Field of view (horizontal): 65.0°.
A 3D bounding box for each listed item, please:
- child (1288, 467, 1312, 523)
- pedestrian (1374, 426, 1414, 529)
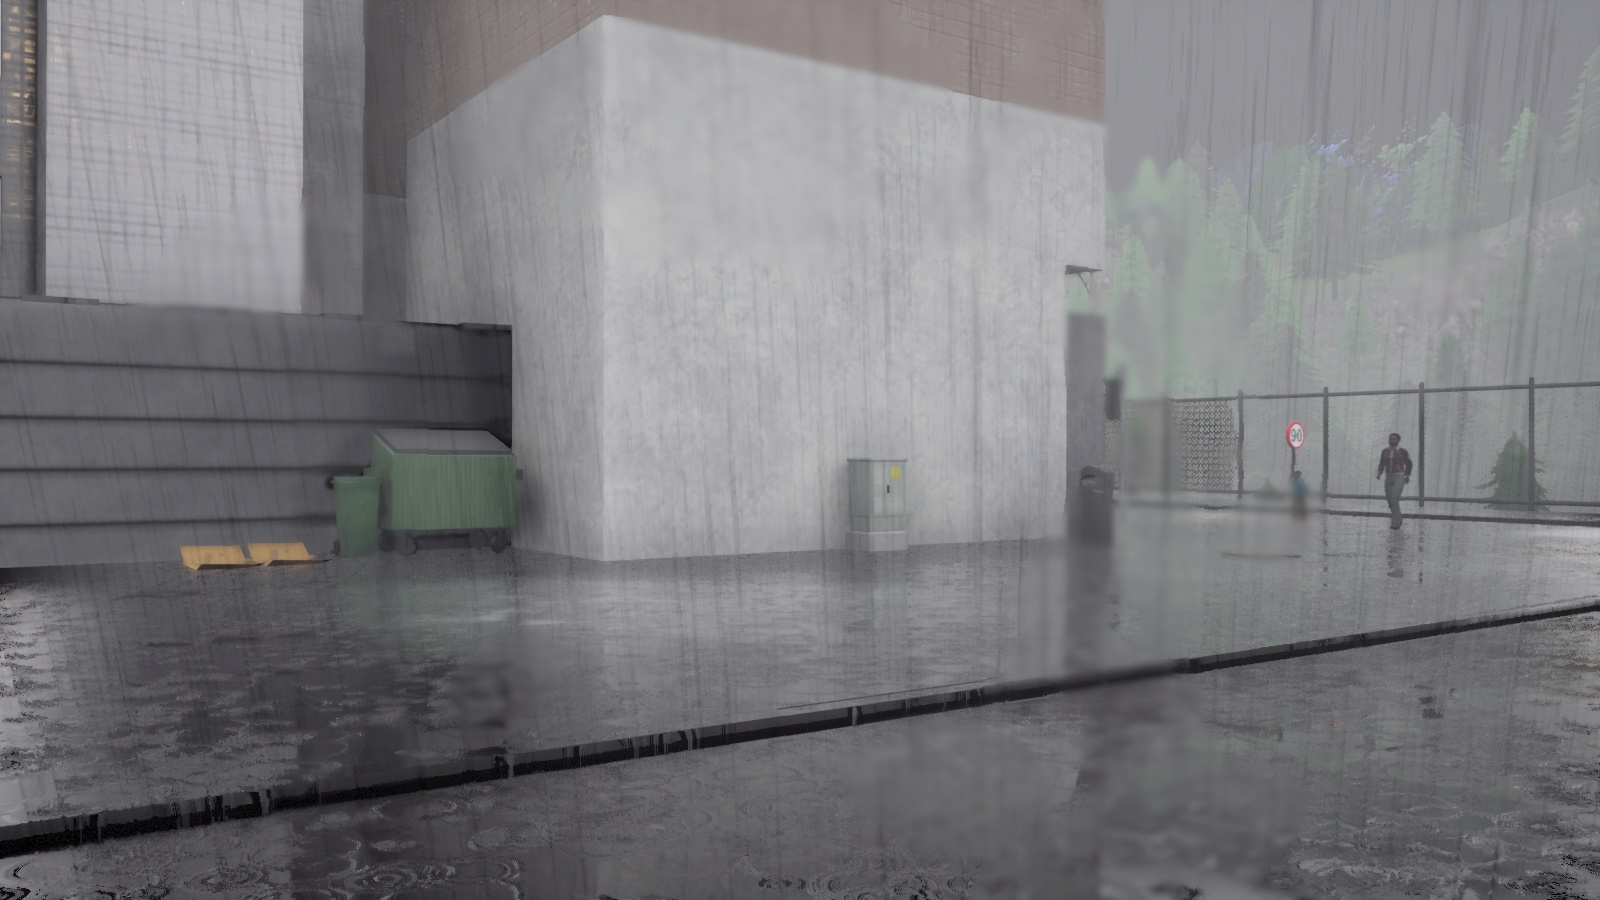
[{"bbox_3d":[10.827,0.972,27.173,0.343,1.192,0.448,0,0,42],"label":"child"},{"bbox_3d":[11.275,0.521,23.843,0.666,1.930,0.402,0,0,-36],"label":"pedestrian"}]
